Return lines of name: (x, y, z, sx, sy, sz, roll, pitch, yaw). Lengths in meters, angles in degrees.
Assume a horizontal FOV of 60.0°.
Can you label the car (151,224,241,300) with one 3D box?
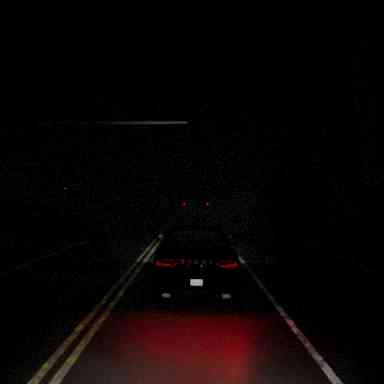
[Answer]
car: (0.092, 1.587, 8.750, 1.882, 1.535, 5.008, 1, -1, 0)
